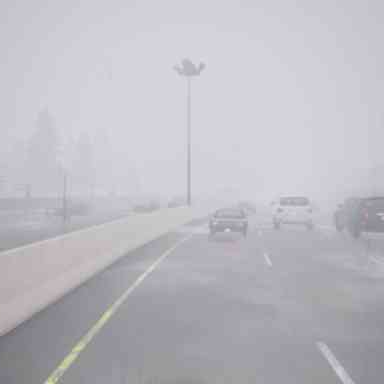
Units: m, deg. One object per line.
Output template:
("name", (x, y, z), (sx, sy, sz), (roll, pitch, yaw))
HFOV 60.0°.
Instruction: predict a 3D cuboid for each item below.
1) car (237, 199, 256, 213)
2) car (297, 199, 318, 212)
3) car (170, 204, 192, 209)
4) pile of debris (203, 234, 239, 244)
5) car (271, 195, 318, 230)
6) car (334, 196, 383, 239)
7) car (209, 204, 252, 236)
("car", (5.817, 1.478, 35.662), (1.812, 1.442, 4.674), (0, 0, 12))
("car", (14.039, 1.579, 40.556), (1.895, 1.301, 4.718), (0, 0, 12))
("car", (-1.367, 1.273, 36.484), (2.097, 1.767, 4.553), (0, 0, 12))
("pile of debris", (1.379, 2.150, 15.346), (1.500, 0.140, 1.860), (0, 0, 10))
("car", (6.278, 1.205, 21.158), (2.150, 2.045, 5.566), (0, 0, 12))
("car", (9.067, 1.225, 17.375), (2.150, 2.045, 5.566), (0, 0, 11))
("car", (2.146, 1.572, 18.379), (1.895, 1.301, 4.718), (0, 0, 11))
